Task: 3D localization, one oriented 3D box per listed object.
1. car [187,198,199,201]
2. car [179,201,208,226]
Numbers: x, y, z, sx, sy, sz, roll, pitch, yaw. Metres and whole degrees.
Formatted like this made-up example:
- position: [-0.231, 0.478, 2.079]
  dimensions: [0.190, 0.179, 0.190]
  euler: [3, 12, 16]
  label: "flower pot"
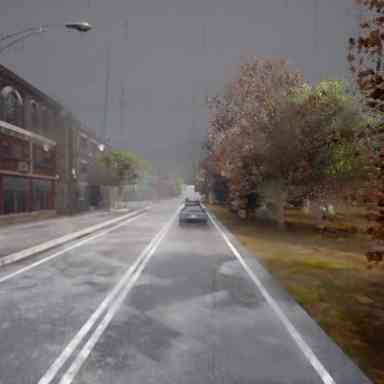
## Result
- position: [0.101, 1.490, 41.572]
  dimensions: [2.128, 1.511, 4.902]
  euler: [0, 0, 0]
  label: "car"
- position: [0.101, 1.564, 23.746]
  dimensions: [1.994, 1.385, 4.181]
  euler: [0, 0, 0]
  label: "car"
